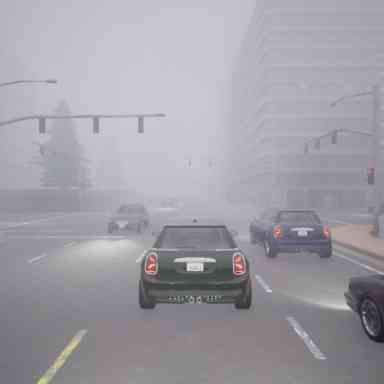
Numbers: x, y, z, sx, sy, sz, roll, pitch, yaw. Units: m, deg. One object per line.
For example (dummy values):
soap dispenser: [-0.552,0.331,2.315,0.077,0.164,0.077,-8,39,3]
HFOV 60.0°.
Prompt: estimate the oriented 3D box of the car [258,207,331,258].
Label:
car: [3.581,1.352,12.869,2.097,1.767,4.553,0,0,0]

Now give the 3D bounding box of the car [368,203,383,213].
car: [19.922,1.492,32.505,5.357,1.411,2.033,0,0,-18]

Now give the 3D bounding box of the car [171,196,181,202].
car: [-3.533,1.595,74.056,1.895,1.301,4.718,0,0,0]

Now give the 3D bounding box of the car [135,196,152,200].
car: [-7.120,1.601,45.650,1.895,1.301,4.718,0,0,0]

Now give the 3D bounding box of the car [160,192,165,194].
car: [-7.033,1.225,73.930,2.150,2.045,5.566,0,0,0]

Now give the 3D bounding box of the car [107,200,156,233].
car: [-3.610,1.482,19.557,2.128,1.511,4.902,0,0,0]

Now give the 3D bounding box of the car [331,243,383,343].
car: [3.597,1.547,3.394,2.033,1.411,5.357,0,0,0]

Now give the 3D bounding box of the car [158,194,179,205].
car: [-3.619,1.491,51.121,2.128,1.511,4.902,0,0,0]

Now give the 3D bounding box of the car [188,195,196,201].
car: [-0.036,1.525,81.166,2.128,1.511,4.902,0,0,0]

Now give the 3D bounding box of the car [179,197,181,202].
car: [-3.596,1.564,61.374,1.994,1.385,4.181,0,0,0]

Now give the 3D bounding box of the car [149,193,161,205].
car: [-7.104,1.352,58.599,2.097,1.767,4.553,0,0,0]

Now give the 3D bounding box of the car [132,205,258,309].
car: [0.067,1.352,8.029,2.097,1.767,4.553,0,0,0]

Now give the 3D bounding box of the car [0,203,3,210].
car: [-21.706,1.470,33.688,4.674,1.442,1.812,0,0,1]
